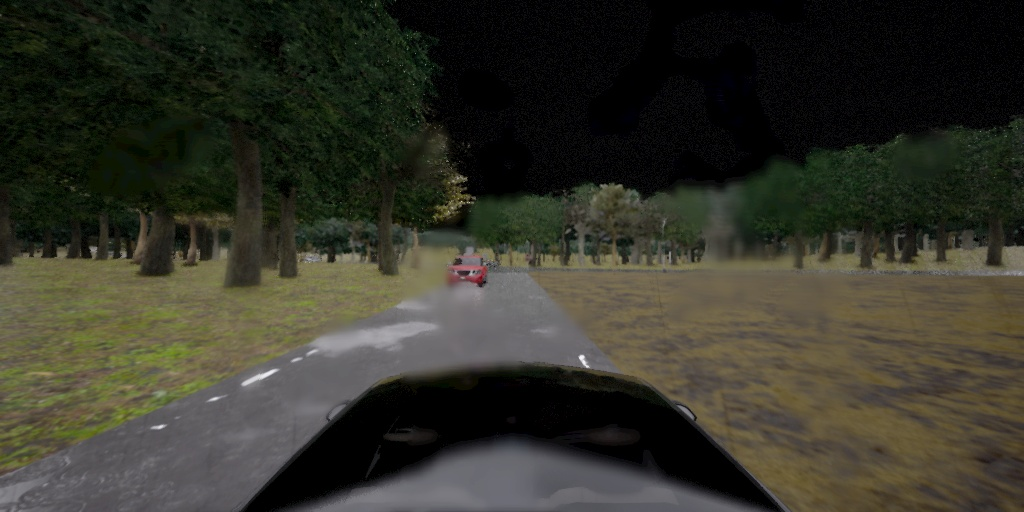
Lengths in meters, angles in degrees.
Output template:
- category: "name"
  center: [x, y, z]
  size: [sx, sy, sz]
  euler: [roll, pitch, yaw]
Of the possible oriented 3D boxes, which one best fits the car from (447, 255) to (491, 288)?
- category: "car"
  center: [-2.848, 0.980, 23.989]
  size: [2.150, 2.045, 5.566]
  euler: [0, 0, 0]
